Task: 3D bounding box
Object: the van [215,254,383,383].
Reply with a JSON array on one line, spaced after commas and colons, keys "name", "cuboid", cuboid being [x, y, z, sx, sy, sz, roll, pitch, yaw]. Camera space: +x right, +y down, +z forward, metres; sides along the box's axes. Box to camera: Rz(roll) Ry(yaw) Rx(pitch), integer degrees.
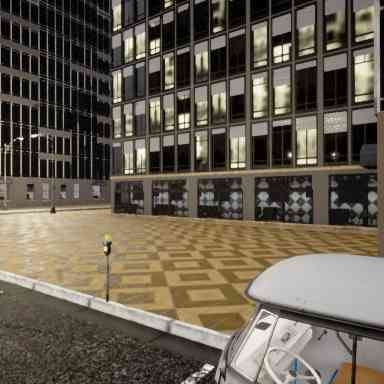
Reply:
[{"name": "van", "cuboid": [1.933, 1.341, 1.500, 3.998, 1.788, 1.690, 0, 0, 35]}]
